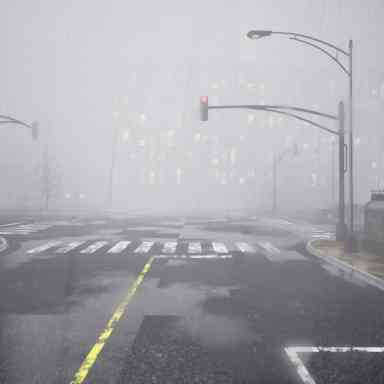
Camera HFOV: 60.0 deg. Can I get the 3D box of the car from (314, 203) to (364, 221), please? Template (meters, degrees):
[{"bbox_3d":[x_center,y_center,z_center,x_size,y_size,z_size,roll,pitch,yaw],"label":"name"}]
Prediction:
[{"bbox_3d":[13.164,1.694,29.036,4.892,1.490,1.837,1,0,-1],"label":"car"}]
